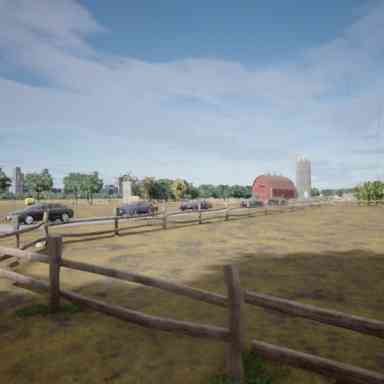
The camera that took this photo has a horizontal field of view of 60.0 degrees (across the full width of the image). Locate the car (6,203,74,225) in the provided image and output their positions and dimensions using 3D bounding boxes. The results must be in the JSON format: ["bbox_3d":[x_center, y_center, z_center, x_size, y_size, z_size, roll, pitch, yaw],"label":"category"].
[{"bbox_3d":[-11.339,1.597,25.100,1.837,1.490,4.892,-2,-1,35],"label":"car"}]

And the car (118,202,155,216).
[{"bbox_3d":[-5.601,1.669,33.179,1.994,1.385,4.181,-2,-1,35],"label":"car"}]

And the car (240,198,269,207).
[{"bbox_3d":[8.873,1.602,48.553,2.033,1.411,5.357,-2,-1,36],"label":"car"}]

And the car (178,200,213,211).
[{"bbox_3d":[0.552,1.667,41.831,2.033,1.411,5.357,-2,-1,36],"label":"car"}]

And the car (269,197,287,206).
[{"bbox_3d":[14.574,1.608,56.669,1.837,1.490,4.892,-2,-2,35],"label":"car"}]

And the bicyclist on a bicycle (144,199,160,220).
[{"bbox_3d":[-3.160,1.415,26.297,1.656,1.620,0.582,0,0,35],"label":"bicyclist on a bicycle"}]
